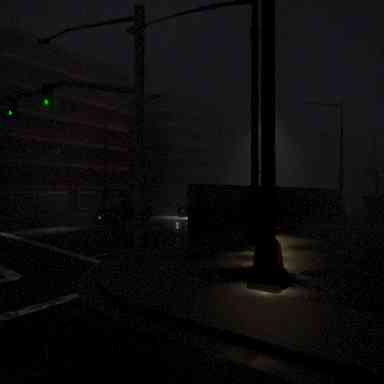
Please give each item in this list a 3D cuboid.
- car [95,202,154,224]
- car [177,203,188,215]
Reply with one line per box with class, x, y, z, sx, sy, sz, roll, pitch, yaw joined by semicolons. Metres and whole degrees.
car;-4.911;1.490;24.772;2.128;1.511;4.902;0;0;35
car;0.527;1.504;32.516;1.837;1.490;4.892;0;0;35
